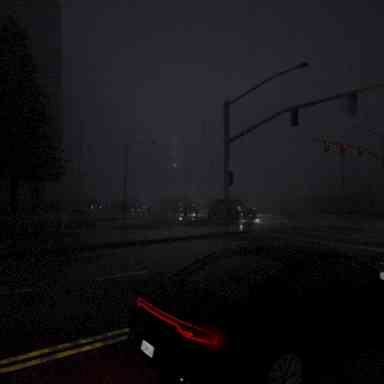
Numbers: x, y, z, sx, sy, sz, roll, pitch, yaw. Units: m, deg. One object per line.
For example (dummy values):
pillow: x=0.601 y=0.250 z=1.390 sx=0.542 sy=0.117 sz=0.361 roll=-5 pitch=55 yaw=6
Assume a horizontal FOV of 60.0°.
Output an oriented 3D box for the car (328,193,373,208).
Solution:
car: x=21.760 y=1.136 z=45.762 sx=1.932 sy=1.855 sz=4.605 roll=0 pitch=0 yaw=-36

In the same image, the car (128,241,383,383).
car: x=1.558 y=1.476 z=4.909 sx=5.008 sy=1.535 sz=1.882 roll=0 pitch=0 yaw=-35

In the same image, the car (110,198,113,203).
car: x=-14.854 y=1.494 z=66.847 sx=1.837 sy=1.490 sz=4.892 roll=0 pitch=0 yaw=-35

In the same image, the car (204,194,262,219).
car: x=3.476 y=1.344 z=28.965 sx=2.097 sy=1.767 sz=4.553 roll=0 pitch=0 yaw=-36

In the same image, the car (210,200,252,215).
car: x=3.941 y=1.555 z=34.318 sx=1.994 sy=1.385 sz=4.181 roll=0 pitch=0 yaw=-36

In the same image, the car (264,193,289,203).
car: x=16.218 y=1.376 z=63.193 sx=1.970 sy=1.475 sz=3.806 roll=0 pitch=0 yaw=-36

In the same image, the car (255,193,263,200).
car: x=14.512 y=1.341 z=80.519 sx=1.784 sy=1.438 sz=3.905 roll=0 pitch=0 yaw=-36

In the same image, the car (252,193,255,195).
car: x=12.154 y=1.374 z=78.840 sx=1.970 sy=1.475 sz=3.806 roll=0 pitch=0 yaw=-36

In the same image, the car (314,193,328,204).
car: x=29.928 y=1.127 z=73.070 sx=1.932 sy=1.855 sz=4.605 roll=0 pitch=0 yaw=-36

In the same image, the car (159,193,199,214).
car: x=-1.662 y=1.344 z=36.124 sx=2.097 sy=1.767 sz=4.553 roll=0 pitch=0 yaw=-36

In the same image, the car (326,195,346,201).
car: x=32.325 y=1.337 z=74.698 sx=1.784 sy=1.438 sz=3.905 roll=0 pitch=0 yaw=-36

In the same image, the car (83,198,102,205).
car: x=-17.537 y=1.658 z=58.413 sx=1.895 sy=1.301 sz=4.718 roll=0 pitch=0 yaw=-36

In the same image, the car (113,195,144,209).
car: x=-8.539 y=1.484 z=45.719 sx=2.128 sy=1.511 sz=4.902 roll=0 pitch=0 yaw=-36

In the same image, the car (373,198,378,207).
car: x=24.148 y=1.138 z=47.397 sx=1.905 sy=1.878 sz=3.866 roll=0 pitch=0 yaw=-36

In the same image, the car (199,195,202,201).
car: x=-1.379 y=1.469 z=41.736 sx=1.882 sy=1.535 sz=5.008 roll=0 pitch=1 yaw=-36

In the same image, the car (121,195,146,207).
car: x=-9.390 y=1.343 z=52.939 sx=2.097 sy=1.767 sz=4.553 roll=0 pitch=0 yaw=-35
